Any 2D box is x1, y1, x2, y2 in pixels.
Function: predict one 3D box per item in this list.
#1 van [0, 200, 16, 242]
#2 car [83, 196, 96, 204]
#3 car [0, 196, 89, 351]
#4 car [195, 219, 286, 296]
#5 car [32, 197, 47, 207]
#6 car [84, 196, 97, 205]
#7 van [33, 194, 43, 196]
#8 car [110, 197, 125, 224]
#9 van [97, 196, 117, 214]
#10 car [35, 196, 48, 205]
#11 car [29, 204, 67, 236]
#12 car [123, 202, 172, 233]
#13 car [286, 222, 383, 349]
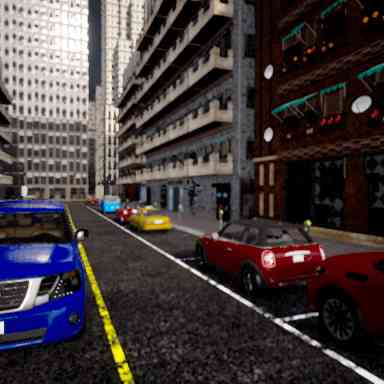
[{"bbox_3d":[-9.831,1.324,16.286,1.690,1.788,3.998,-1,0,-21],"label":"van"},{"bbox_3d":[-18.729,1.445,60.677,1.752,1.417,4.829,-1,0,-21],"label":"car"},{"bbox_3d":[-3.293,1.215,6.384,2.150,2.045,5.566,0,0,-21],"label":"car"},{"bbox_3d":[1.544,1.427,8.839,1.967,1.590,4.097,-1,0,-21],"label":"car"},{"bbox_3d":[-23.977,1.502,52.463,1.947,1.339,4.313,-1,0,-21],"label":"car"},{"bbox_3d":[-16.646,1.471,55.351,1.887,1.381,4.507,-1,0,-21],"label":"car"},{"bbox_3d":[-17.916,1.298,36.957,1.690,1.788,3.998,-1,0,-21],"label":"van"},{"bbox_3d":[-4.519,1.408,24.343,1.967,1.590,4.097,-1,0,-21],"label":"car"},{"bbox_3d":[-8.563,1.296,34.678,1.690,1.788,3.998,-1,0,-21],"label":"van"},{"bbox_3d":[-25.999,1.473,57.630,1.887,1.381,4.507,-1,0,-21],"label":"car"},{"bbox_3d":[-8.320,1.503,19.498,1.812,1.442,4.674,0,0,-21],"label":"car"},{"bbox_3d":[-2.559,1.500,19.334,1.752,1.417,4.829,-1,0,-21],"label":"car"},{"bbox_3d":[3.564,1.307,3.671,2.192,1.841,5.009,-1,0,-21],"label":"car"}]
